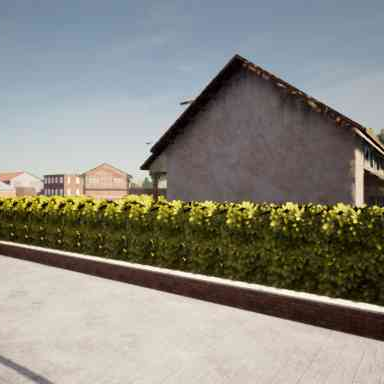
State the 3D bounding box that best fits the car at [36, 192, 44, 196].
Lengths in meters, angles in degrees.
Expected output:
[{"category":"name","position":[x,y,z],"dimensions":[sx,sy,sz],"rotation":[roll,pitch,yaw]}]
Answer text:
[{"category":"car","position":[-31.328,0.973,68.439],"dimensions":[3.866,1.878,1.905],"rotation":[0,0,35]}]
